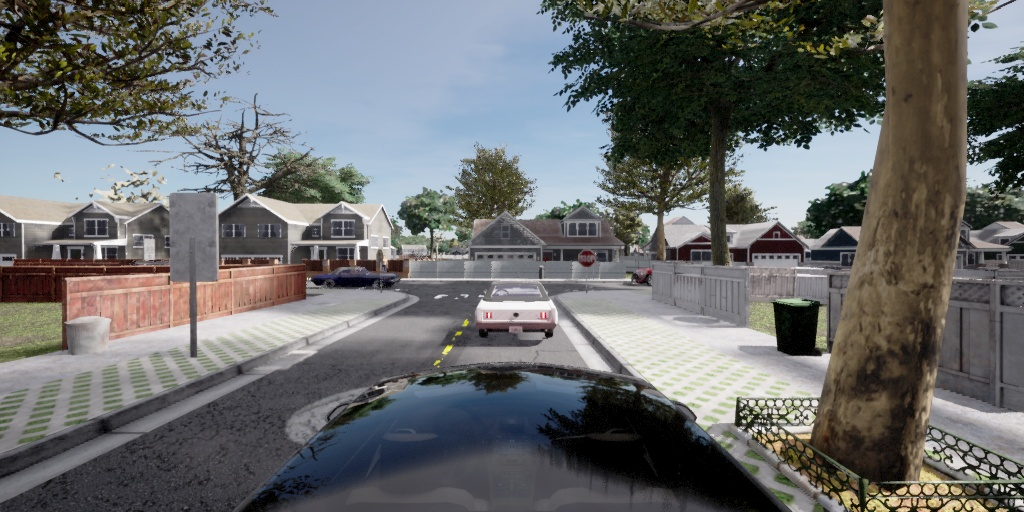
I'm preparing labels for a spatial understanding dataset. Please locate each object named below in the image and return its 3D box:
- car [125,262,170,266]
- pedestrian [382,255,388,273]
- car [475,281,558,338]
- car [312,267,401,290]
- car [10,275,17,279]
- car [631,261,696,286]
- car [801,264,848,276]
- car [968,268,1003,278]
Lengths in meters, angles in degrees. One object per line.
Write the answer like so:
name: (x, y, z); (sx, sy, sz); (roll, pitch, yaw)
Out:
car: (-20.021, 1.211, 21.492); (4.674, 1.442, 1.812); (0, 1, -1)
pedestrian: (-9.767, 0.809, 27.451); (0.375, 1.860, 0.375); (0, 0, -1)
car: (0.123, 1.349, 10.220); (1.895, 1.301, 4.718); (0, 0, 1)
car: (-9.233, 1.331, 21.600); (4.718, 1.301, 1.895); (0, 1, -1)
car: (-32.062, 1.207, 21.393); (4.181, 1.385, 1.994); (0, 1, 1)
car: (10.671, 1.133, 24.750); (4.553, 1.767, 2.097); (0, 1, -1)
car: (21.046, 1.311, 24.853); (4.902, 1.511, 2.128); (0, 1, 0)
car: (32.540, 1.464, 24.951); (4.718, 1.301, 1.895); (0, 1, 1)
